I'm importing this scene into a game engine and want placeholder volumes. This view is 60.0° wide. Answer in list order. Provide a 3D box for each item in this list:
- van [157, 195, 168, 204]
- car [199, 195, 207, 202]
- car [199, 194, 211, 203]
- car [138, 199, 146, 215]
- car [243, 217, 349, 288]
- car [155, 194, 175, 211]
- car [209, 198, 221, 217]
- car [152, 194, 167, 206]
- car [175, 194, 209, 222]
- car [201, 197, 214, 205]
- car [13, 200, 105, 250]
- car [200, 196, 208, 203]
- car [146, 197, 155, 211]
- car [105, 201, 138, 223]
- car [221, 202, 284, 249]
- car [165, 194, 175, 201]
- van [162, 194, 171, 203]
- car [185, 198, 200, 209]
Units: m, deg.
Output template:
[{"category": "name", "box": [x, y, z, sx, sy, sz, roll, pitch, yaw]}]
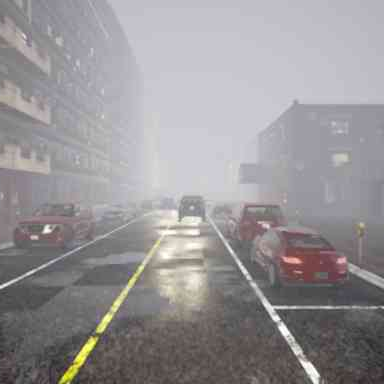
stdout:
[{"category": "van", "box": [-5.712, 1.413, 64.382, 1.690, 1.788, 3.998, 0, 0, 0]}, {"category": "car", "box": [2.662, 1.551, 81.001, 1.967, 1.590, 4.097, 0, 0, 0]}, {"category": "car", "box": [2.667, 1.399, 69.923, 2.192, 1.841, 5.009, 0, 0, 0]}, {"category": "car", "box": [-5.699, 1.547, 30.974, 1.752, 1.417, 4.829, 0, 0, 0]}, {"category": "car", "box": [2.690, 1.585, 8.992, 1.802, 1.307, 4.206, 0, 0, 0]}, {"category": "car", "box": [-3.022, 1.386, 42.100, 2.097, 1.767, 4.553, 0, 0, 0]}, {"category": "car", "box": [2.681, 1.572, 31.148, 2.008, 1.369, 4.403, 0, 0, 0]}, {"category": "car", "box": [-5.710, 1.377, 58.842, 2.192, 1.841, 5.009, 0, 0, 0]}, {"category": "car", "box": [0.020, 1.241, 26.994, 2.150, 2.045, 5.566, 0, 0, 0]}, {"category": "car", "box": [2.670, 1.612, 58.844, 2.008, 1.369, 4.403, 0, 0, 0]}, {"category": "car", "box": [-5.692, 1.322, 14.527, 2.192, 1.841, 5.009, 0, 0, 0]}, {"category": "car", "box": [2.664, 1.622, 75.632, 1.752, 1.417, 4.829, 0, 0, 0]}, {"category": "car", "box": [-5.704, 1.580, 42.224, 1.887, 1.381, 4.507, 0, 0, 0]}, {"category": "car", "box": [-5.697, 1.567, 25.605, 2.008, 1.369, 4.403, 0, 0, 0]}, {"category": "car", "box": [2.689, 1.322, 14.531, 2.192, 1.841, 5.009, 0, 0, 0]}, {"category": "car", "box": [-5.720, 1.440, 86.538, 2.192, 1.841, 5.009, 0, 0, 0]}, {"category": "van", "box": [-5.716, 1.438, 75.459, 1.690, 1.788, 3.998, 0, 0, 0]}, {"category": "car", "box": [0.067, 1.605, 45.969, 1.994, 1.385, 4.181, 0, 0, 0]}]
